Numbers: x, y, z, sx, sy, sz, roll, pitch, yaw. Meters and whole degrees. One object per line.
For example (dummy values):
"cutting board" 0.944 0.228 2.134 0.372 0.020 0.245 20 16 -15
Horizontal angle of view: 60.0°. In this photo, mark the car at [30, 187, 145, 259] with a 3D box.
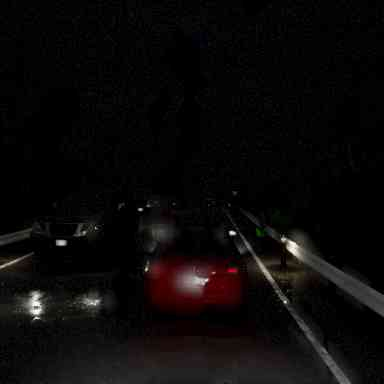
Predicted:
"car" -3.336 0.883 11.573 2.150 2.045 5.566 0 2 3

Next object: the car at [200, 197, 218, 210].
"car" 1.986 1.326 38.657 1.812 1.442 4.674 0 -2 4

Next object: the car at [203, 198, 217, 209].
"car" 2.640 1.632 48.802 1.882 1.535 5.008 0 -2 2

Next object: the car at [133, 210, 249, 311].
"car" 0.101 1.393 7.633 1.994 1.385 4.181 0 3 1

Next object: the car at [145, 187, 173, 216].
"car" -2.813 0.648 22.046 2.150 2.045 5.566 0 0 4

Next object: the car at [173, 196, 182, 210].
"car" -2.054 1.113 32.641 2.033 1.411 5.357 0 -2 5
